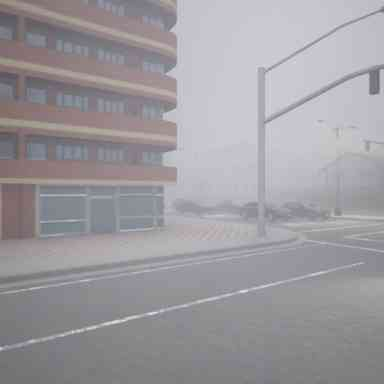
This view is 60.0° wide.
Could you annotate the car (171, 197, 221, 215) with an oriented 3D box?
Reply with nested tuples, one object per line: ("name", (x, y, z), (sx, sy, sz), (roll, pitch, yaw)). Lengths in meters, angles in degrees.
("car", (0.306, 1.545, 34.726), (2.033, 1.411, 5.357), (0, 0, -34))

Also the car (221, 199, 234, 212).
("car", (4.329, 1.525, 35.072), (1.812, 1.442, 4.674), (0, 0, -34))

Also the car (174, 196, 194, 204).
("car", (-1.613, 1.562, 64.309), (1.994, 1.385, 4.181), (0, 0, -35))

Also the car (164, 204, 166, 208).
("car", (-5.407, 1.547, 43.025), (2.033, 1.411, 5.357), (0, 0, -34))

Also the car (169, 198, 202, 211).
("car", (-0.854, 1.504, 42.582), (1.837, 1.490, 4.892), (0, 0, -35))

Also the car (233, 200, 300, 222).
("car", (5.828, 1.504, 26.696), (1.837, 1.490, 4.892), (0, 0, -34))

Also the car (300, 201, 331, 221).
("car", (9.264, 1.525, 27.901), (1.812, 1.442, 4.674), (0, 0, -34))
